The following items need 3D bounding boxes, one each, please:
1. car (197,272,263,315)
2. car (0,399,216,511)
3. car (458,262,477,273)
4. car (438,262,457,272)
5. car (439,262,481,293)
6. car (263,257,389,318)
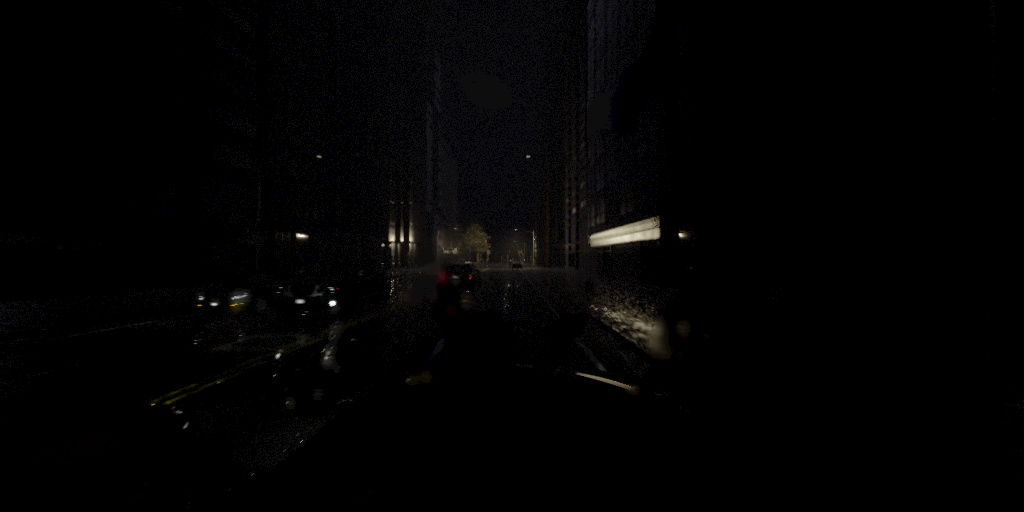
[{"bbox_3d":[-9.852,1.359,14.287,1.837,1.490,4.892,0,0,0],"label":"car"},{"bbox_3d":[-3.156,1.267,0.738,1.812,1.442,4.674,0,0,0],"label":"car"},{"bbox_3d":[-6.573,1.664,53.583,2.128,1.511,4.902,0,0,0],"label":"car"},{"bbox_3d":[-9.815,1.660,54.927,1.882,1.535,5.008,0,0,0],"label":"car"},{"bbox_3d":[-3.155,1.276,22.539,2.097,1.767,4.553,0,0,0],"label":"car"},{"bbox_3d":[-6.601,1.072,13.930,2.150,2.045,5.566,0,0,0],"label":"car"}]
